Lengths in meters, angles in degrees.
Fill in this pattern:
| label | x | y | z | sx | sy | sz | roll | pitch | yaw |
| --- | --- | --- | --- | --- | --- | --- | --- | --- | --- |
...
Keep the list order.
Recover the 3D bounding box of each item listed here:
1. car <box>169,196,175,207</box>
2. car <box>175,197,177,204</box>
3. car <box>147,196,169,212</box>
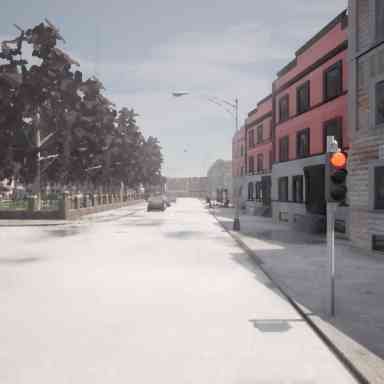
| label | x | y | z | sx | sy | sz | roll | pitch | yaw |
| --- | --- | --- | --- | --- | --- | --- | --- | --- | --- |
| car | -4.104 | 1.548 | 50.000 | 2.033 | 1.411 | 5.357 | 0 | 0 | 0 |
| car | -4.018 | 1.507 | 66.339 | 1.837 | 1.490 | 4.892 | 0 | 0 | 0 |
| car | -4.106 | 1.478 | 39.382 | 1.882 | 1.535 | 5.008 | 0 | 0 | 0 |
